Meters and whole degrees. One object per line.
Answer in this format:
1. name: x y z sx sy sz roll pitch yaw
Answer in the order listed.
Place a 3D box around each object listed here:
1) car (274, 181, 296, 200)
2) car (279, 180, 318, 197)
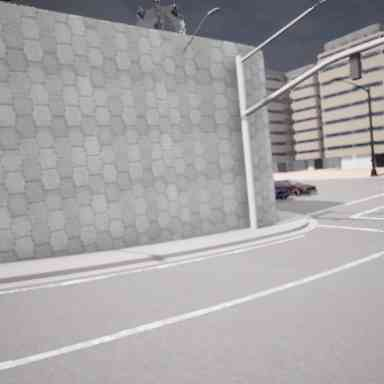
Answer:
1. car: 5.879 0.098 27.756 1.895 1.301 4.718 -9 5 -35
2. car: 8.521 -0.393 30.025 2.033 1.411 5.357 -9 5 -35
